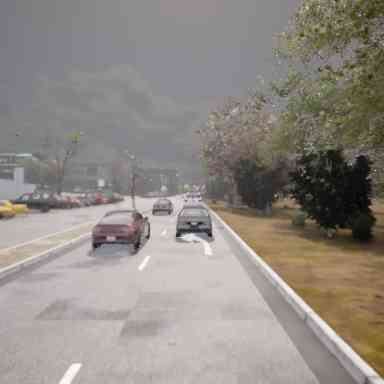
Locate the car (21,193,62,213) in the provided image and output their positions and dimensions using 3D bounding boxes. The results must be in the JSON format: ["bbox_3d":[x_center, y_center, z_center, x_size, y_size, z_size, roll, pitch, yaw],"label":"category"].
[{"bbox_3d":[-16.830,1.131,34.484,5.566,2.045,2.435,-1,0,-20],"label":"car"}]

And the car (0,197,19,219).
[{"bbox_3d":[-16.635,1.398,25.567,5.366,1.575,1.946,-1,0,-20],"label":"car"}]

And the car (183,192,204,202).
[{"bbox_3d":[0.105,1.110,38.765,2.150,2.045,5.566,0,0,0],"label":"car"}]

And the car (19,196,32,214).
[{"bbox_3d":[-16.980,1.395,28.433,5.366,1.575,1.946,-1,0,-20],"label":"car"}]

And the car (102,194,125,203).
[{"bbox_3d":[-16.624,1.329,70.559,4.553,1.767,2.185,-1,0,-19],"label":"car"}]

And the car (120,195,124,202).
[{"bbox_3d":[-16.714,1.186,64.545,5.566,2.045,2.435,-1,0,-20],"label":"car"}]

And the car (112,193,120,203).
[{"bbox_3d":[-16.787,1.178,61.508,5.566,2.045,2.435,-1,0,-20],"label":"car"}]

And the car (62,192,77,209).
[{"bbox_3d":[-16.768,1.255,40.511,4.553,1.767,2.185,-1,0,-20],"label":"car"}]

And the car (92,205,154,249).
[{"bbox_3d":[-2.898,1.491,14.210,1.812,1.442,4.674,0,0,0],"label":"car"}]

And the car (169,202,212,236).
[{"bbox_3d":[0.103,1.493,17.886,2.033,1.411,5.357,0,0,0],"label":"car"}]

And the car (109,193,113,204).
[{"bbox_3d":[-16.767,1.460,58.511,4.674,1.452,2.002,-1,0,-20],"label":"car"}]

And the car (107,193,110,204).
[{"bbox_3d":[-16.956,1.411,55.444,5.366,1.575,1.946,-1,0,-20],"label":"car"}]

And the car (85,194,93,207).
[{"bbox_3d":[-16.801,1.390,46.506,4.892,1.521,2.231,-1,0,-20],"label":"car"}]

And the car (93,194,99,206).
[{"bbox_3d":[-16.816,1.425,49.491,4.792,1.488,2.163,-1,0,-20],"label":"car"}]

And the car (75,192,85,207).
[{"bbox_3d":[-16.829,1.259,43.496,4.553,1.767,2.185,-1,0,-20],"label":"car"}]

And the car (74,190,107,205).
[{"bbox_3d":[-16.816,1.152,52.495,5.566,2.045,2.435,-1,0,-20],"label":"car"}]

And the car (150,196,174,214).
[{"bbox_3d":[-2.895,1.439,33.603,2.033,1.411,5.357,0,0,0],"label":"car"}]
